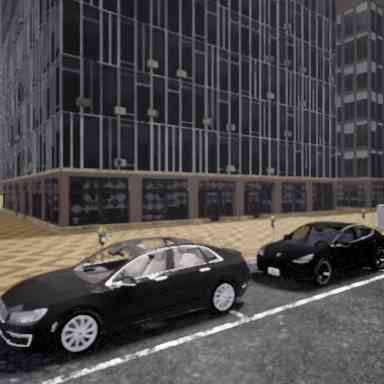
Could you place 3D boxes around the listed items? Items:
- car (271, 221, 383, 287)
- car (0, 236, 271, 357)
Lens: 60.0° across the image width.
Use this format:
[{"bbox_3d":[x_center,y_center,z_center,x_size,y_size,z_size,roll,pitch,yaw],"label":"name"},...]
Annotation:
[{"bbox_3d":[3.732,1.514,9.224,4.313,1.339,1.947,0,0,-36],"label":"car"},{"bbox_3d":[-0.901,1.535,5.915,4.403,1.369,2.008,0,0,-36],"label":"car"}]
